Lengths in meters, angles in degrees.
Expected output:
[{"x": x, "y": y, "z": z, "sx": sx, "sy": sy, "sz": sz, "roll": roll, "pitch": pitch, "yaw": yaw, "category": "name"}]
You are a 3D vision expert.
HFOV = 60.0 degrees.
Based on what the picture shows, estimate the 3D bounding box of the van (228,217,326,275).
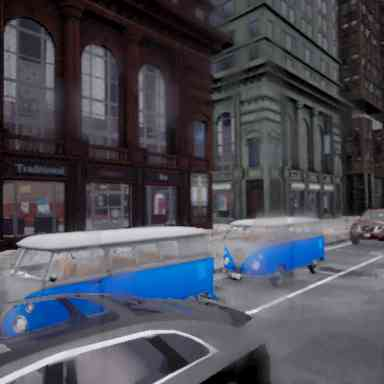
[{"x": 2.598, "y": 1.690, "z": 10.172, "sx": 1.690, "sy": 1.788, "sz": 3.998, "roll": -3, "pitch": -3, "yaw": 44, "category": "van"}]

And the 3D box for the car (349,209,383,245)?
[{"x": 10.411, "y": 1.871, "z": 18.296, "sx": 2.192, "sy": 1.841, "sz": 5.009, "roll": -3, "pitch": -3, "yaw": 44, "category": "car"}]

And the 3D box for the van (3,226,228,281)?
[{"x": -1.308, "y": 1.587, "z": 6.110, "sx": 1.690, "sy": 1.788, "sz": 3.998, "roll": -3, "pitch": -3, "yaw": 44, "category": "van"}]

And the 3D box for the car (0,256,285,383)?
[{"x": -1.350, "y": 1.593, "z": 2.072, "sx": 2.128, "sy": 1.511, "sz": 4.902, "roll": -3, "pitch": -3, "yaw": 44, "category": "car"}]
